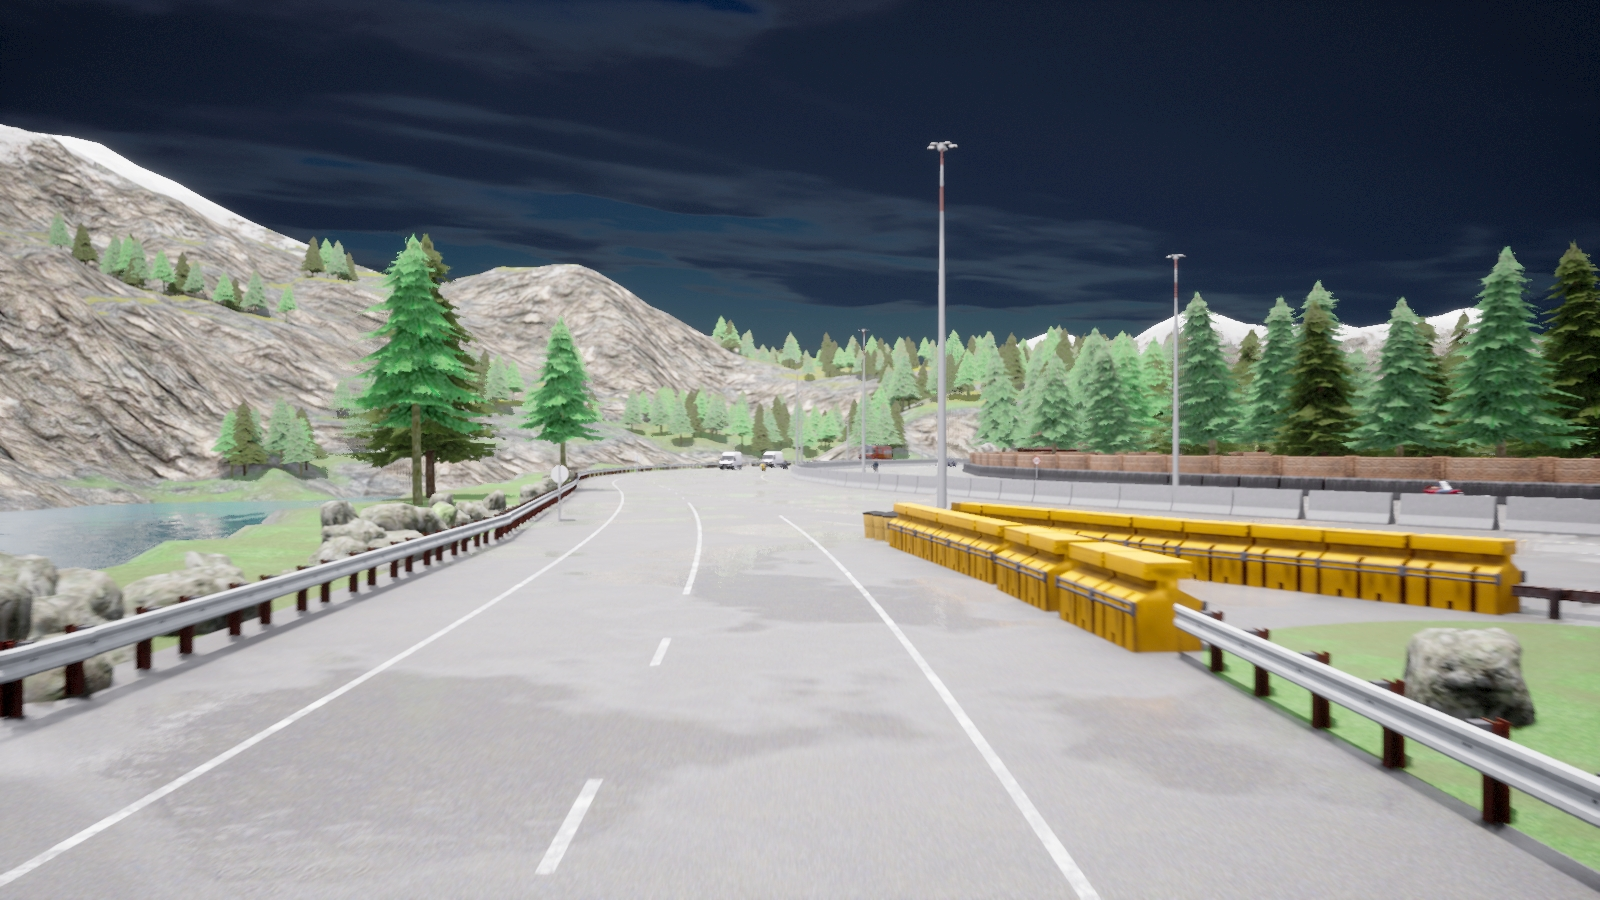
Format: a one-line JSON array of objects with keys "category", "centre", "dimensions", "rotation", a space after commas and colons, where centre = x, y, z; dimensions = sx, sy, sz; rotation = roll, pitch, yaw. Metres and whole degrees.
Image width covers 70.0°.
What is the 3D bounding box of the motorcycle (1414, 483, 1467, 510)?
[{"category": "motorcycle", "centre": [29.970, 2.171, 53.456], "dimensions": [0.803, 1.217, 2.033], "rotation": [2, -1, -29]}]
